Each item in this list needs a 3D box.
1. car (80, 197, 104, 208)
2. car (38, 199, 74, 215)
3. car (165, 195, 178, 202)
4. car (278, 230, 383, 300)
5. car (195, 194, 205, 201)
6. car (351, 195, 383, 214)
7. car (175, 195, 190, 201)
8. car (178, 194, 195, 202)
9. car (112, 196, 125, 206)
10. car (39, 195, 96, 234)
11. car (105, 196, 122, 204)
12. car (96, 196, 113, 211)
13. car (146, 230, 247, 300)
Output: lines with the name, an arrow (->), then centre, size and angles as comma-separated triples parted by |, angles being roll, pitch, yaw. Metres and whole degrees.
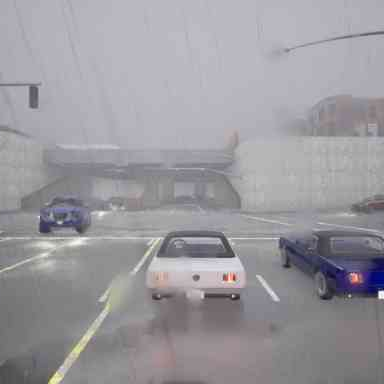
car -> -14.851, 1.489, 49.602 | 2.128, 1.511, 4.902 | 0, 0, -1
car -> -14.357, 1.547, 35.410 | 2.033, 1.411, 5.357 | 0, 0, -5
car -> -4.660, 1.355, 75.532 | 2.097, 1.767, 4.553 | 0, 0, 6
car -> 3.591, 1.601, 8.321 | 1.895, 1.301, 4.718 | 0, 0, 0
car -> 1.506, 1.355, 85.426 | 2.097, 1.767, 4.553 | 0, 0, 28
car -> 15.847, 0.973, 28.407 | 4.181, 1.385, 1.994 | -7, 0, 0
car -> -2.295, 1.478, 85.395 | 1.882, 1.535, 5.008 | 0, 0, 24
car -> -1.159, 1.525, 75.425 | 2.128, 1.511, 4.902 | 0, 0, 6
car -> -11.428, 1.526, 53.286 | 1.812, 1.442, 4.674 | 0, 0, -1
car -> -7.240, 1.221, 19.699 | 2.150, 2.045, 5.566 | 1, 0, -10
car -> -15.137, 1.493, 64.622 | 2.128, 1.511, 4.902 | 0, 0, -1
car -> -11.088, 1.564, 39.426 | 1.994, 1.385, 4.181 | 0, 0, -2
car -> 0.091, 1.601, 8.315 | 1.895, 1.301, 4.718 | 0, 0, 0
